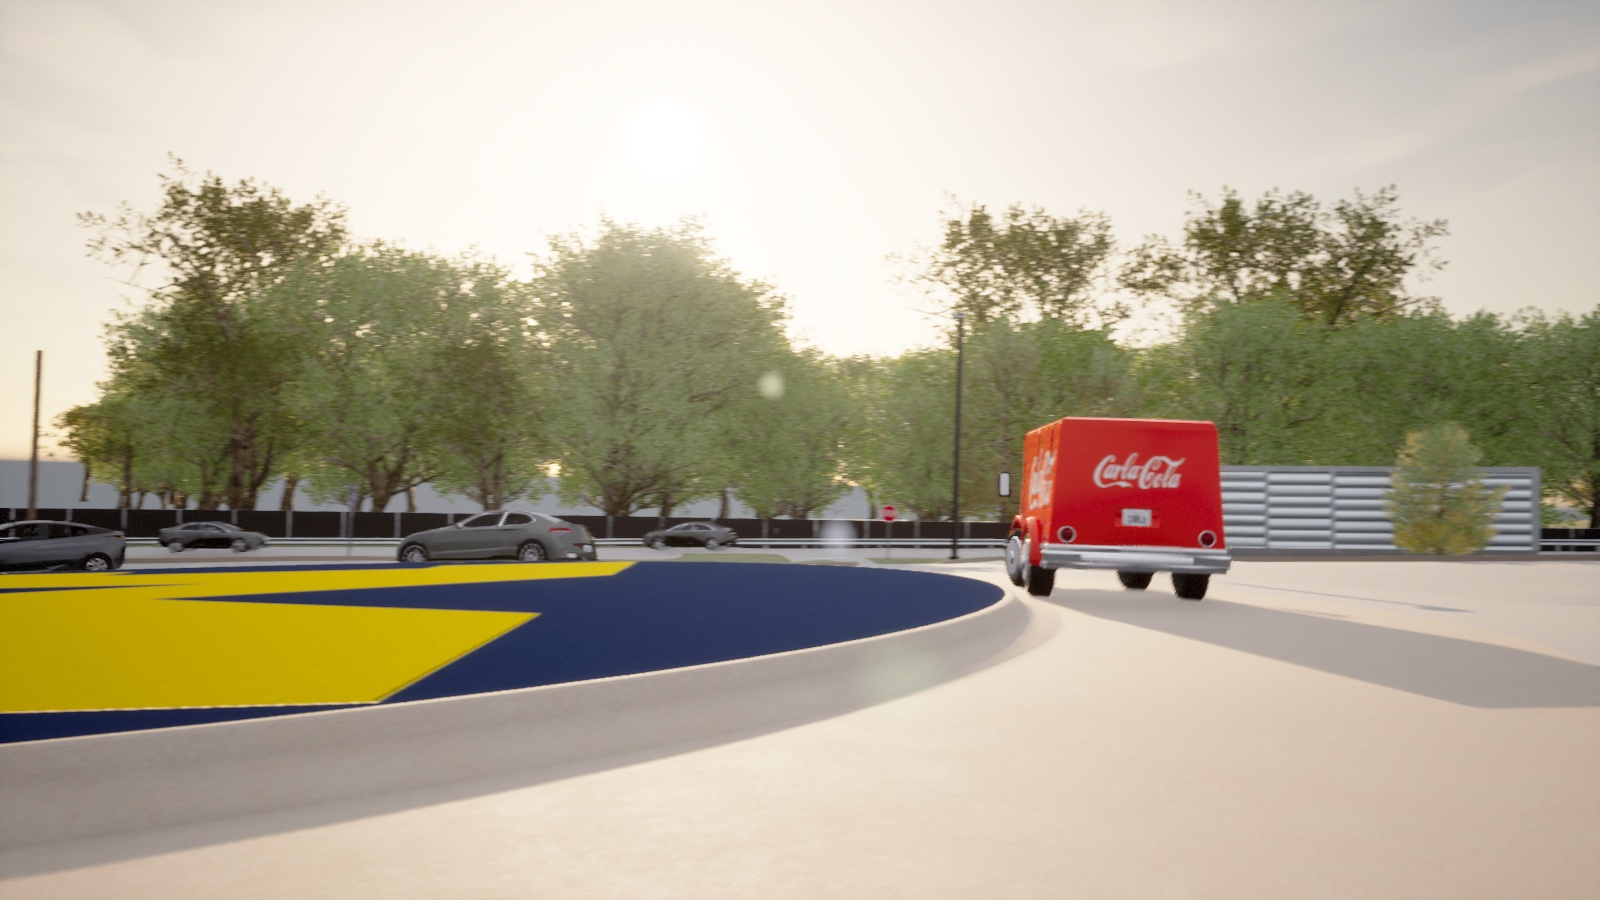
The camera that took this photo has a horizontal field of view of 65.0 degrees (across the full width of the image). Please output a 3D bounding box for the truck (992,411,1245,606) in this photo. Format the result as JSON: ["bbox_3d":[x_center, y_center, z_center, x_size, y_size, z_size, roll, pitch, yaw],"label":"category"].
[{"bbox_3d":[4.549,0.908,18.963,2.627,2.467,5.204,2,-3,2],"label":"truck"}]

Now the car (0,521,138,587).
[{"bbox_3d":[-19.402,2.591,31.528,2.007,1.525,4.514,-3,-4,45],"label":"car"}]

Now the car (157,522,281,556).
[{"bbox_3d":[-27.664,4.237,59.900,4.902,1.511,2.128,0,-1,-4],"label":"car"}]

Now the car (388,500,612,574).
[{"bbox_3d":[-7.550,2.242,31.742,5.027,1.651,2.152,-2,-9,17],"label":"car"}]

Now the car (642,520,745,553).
[{"bbox_3d":[-5.471,4.430,64.631,4.902,1.511,2.128,0,-2,9],"label":"car"}]
